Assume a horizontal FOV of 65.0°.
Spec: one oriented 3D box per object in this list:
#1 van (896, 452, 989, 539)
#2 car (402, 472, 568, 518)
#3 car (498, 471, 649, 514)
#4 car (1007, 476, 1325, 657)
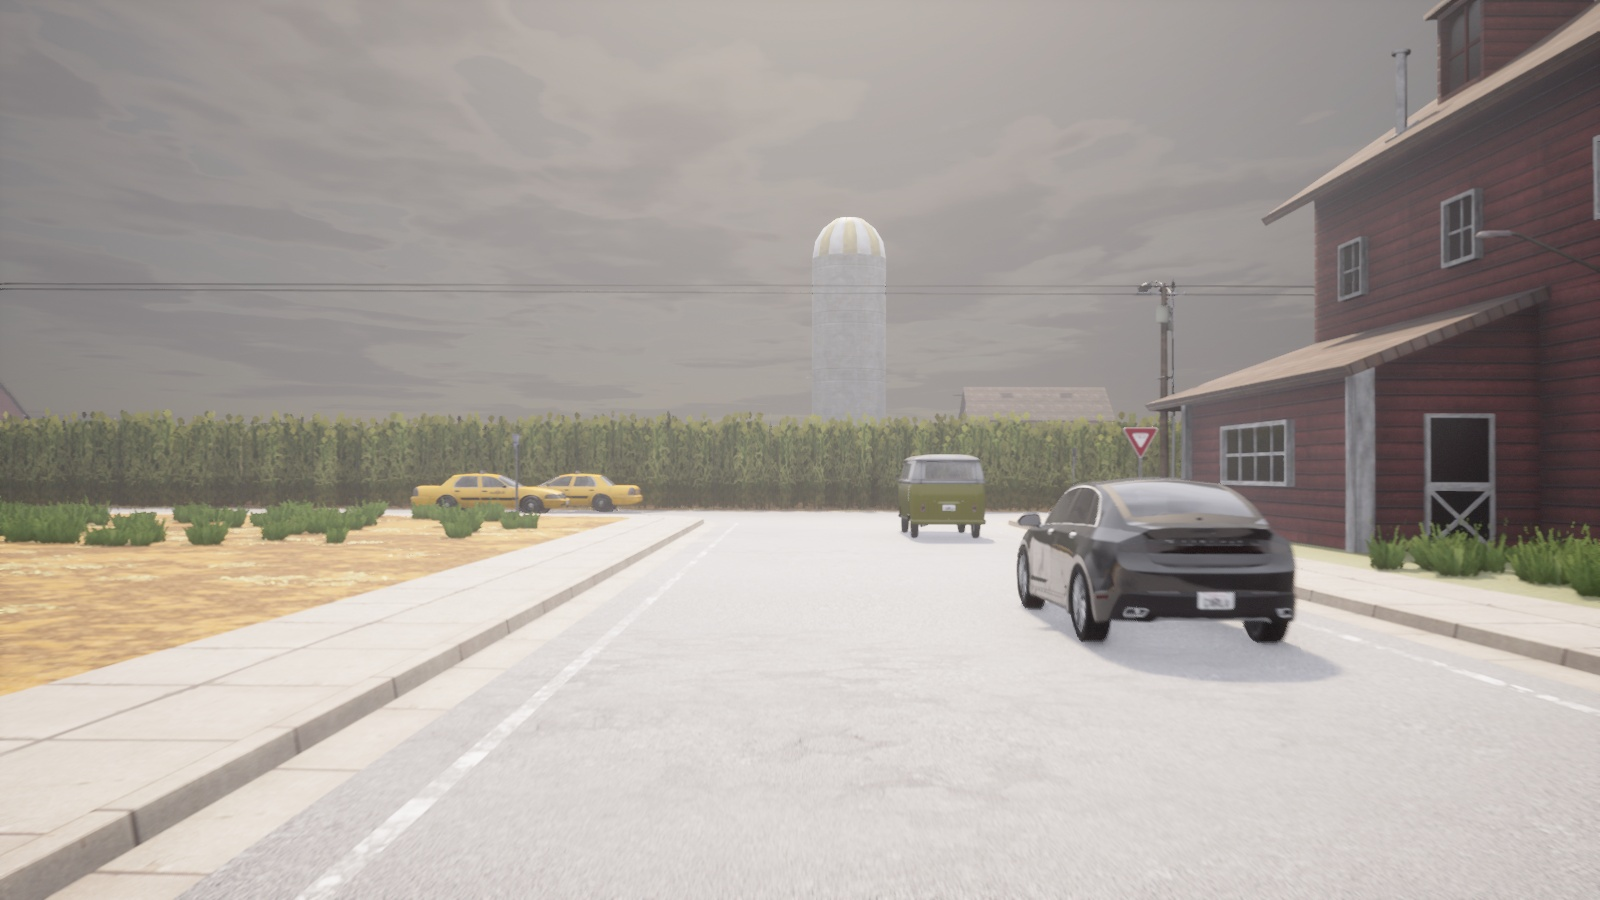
[{"bbox_3d":[3.424,1.071,30.988,1.775,1.987,4.442,0,-1,0],"label":"van"},{"bbox_3d":[-10.989,1.559,44.085,5.366,1.575,1.801,0,-1,1],"label":"car"},{"bbox_3d":[-8.535,1.607,47.554,5.366,1.575,1.801,0,-1,1],"label":"car"},{"bbox_3d":[3.469,1.023,12.969,1.837,1.490,4.892,0,-1,0],"label":"car"}]
